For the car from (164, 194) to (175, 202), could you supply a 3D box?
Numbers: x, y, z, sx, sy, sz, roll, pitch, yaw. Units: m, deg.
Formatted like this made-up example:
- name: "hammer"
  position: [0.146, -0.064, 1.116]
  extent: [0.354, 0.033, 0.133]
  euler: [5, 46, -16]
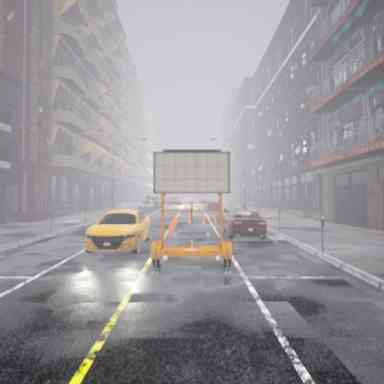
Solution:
- name: "car"
  position: [-5.266, 1.402, 77.776]
  extent: [2.192, 1.841, 5.009]
  euler: [1, 0, 0]

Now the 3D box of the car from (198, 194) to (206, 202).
- name: "car"
  position: [2.603, 1.587, 61.121]
  extent: [1.887, 1.381, 4.507]
  euler: [1, 0, 0]

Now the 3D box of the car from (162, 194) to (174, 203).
- name: "car"
  position: [-5.268, 1.386, 72.246]
  extent: [2.192, 1.841, 5.009]
  euler: [1, 0, 0]

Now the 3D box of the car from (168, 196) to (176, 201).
- name: "car"
  position: [-5.269, 1.690, 88.838]
  extent: [1.947, 1.339, 4.313]
  euler: [1, 0, 0]

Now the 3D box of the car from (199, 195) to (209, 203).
- name: "car"
  position: [2.617, 1.511, 72.183]
  extent: [1.967, 1.590, 4.097]
  euler: [1, 0, 0]

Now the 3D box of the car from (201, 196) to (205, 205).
- name: "car"
  position: [2.598, 1.563, 44.529]
  extent: [2.008, 1.369, 4.403]
  euler: [1, 0, 0]

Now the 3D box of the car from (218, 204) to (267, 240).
- name: "car"
  position: [2.590, 1.537, 16.875]
  extent: [1.887, 1.381, 4.507]
  euler: [1, 0, 0]

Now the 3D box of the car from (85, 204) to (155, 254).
- name: "car"
  position: [-2.845, 1.470, 13.620]
  extent: [1.882, 1.535, 5.008]
  euler: [0, 0, 0]

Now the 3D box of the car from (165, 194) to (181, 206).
- name: "car"
  position: [-2.819, 1.504, 54.110]
  extent: [1.882, 1.535, 5.008]
  euler: [0, 0, 0]

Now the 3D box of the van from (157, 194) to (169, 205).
- name: "van"
  position: [-5.272, 1.384, 61.186]
  extent: [1.690, 1.788, 3.998]
  euler: [1, 0, 0]

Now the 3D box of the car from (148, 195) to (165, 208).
- name: "car"
  position: [-5.276, 1.328, 44.595]
  extent: [2.192, 1.841, 5.009]
  euler: [2, 0, 0]

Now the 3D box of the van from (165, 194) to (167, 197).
- name: "van"
  position: [-5.273, 1.371, 55.653]
  extent: [1.690, 1.788, 3.998]
  euler: [2, 0, 0]

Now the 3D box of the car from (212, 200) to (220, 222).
- name: "car"
  position: [2.592, 1.518, 22.577]
  extent: [1.752, 1.417, 4.829]
  euler: [1, 0, 0]

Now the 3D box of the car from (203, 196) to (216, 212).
- name: "car"
  position: [2.596, 1.551, 38.997]
  extent: [1.887, 1.381, 4.507]
  euler: [1, 0, 0]

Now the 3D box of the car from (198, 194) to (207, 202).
- name: "car"
  position: [2.581, 1.419, 83.245]
  extent: [2.192, 1.841, 5.009]
  euler: [1, 0, 0]

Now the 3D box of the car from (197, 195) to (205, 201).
- name: "car"
  position: [2.581, 1.585, 94.308]
  extent: [1.967, 1.590, 4.097]
  euler: [1, 0, 0]

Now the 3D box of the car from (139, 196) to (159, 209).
- name: "car"
  position: [-5.283, 1.532, 38.893]
  extent: [1.752, 1.417, 4.829]
  euler: [2, 0, 0]

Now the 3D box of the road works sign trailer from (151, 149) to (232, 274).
- name: "road works sign trailer"
  position: [-0.006, 0.457, 10.555]
  extent: [2.380, 3.560, 2.880]
  euler: [0, 0, 0]
